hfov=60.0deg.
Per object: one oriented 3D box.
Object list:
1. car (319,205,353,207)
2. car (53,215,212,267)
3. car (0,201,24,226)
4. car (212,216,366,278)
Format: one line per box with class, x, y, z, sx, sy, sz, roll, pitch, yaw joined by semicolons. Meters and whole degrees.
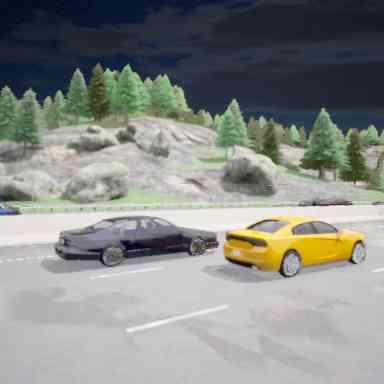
car;18.173;1.463;42.379;5.008;1.535;1.882;0;0;-24
car;-1.676;1.497;11.117;5.357;1.411;2.033;0;0;-34
car;-13.150;1.343;20.330;4.892;1.490;1.837;0;0;-35
car;3.270;1.464;10.124;5.008;1.535;1.882;0;0;-32
